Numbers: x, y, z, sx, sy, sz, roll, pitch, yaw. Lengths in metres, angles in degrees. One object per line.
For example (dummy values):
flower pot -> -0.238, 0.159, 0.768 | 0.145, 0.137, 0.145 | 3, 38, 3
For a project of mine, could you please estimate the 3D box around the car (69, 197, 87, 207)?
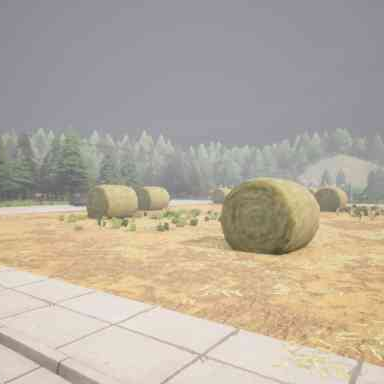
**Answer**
car -> -14.960, 1.431, 48.060 | 2.033, 1.411, 5.357 | 0, 0, 37
